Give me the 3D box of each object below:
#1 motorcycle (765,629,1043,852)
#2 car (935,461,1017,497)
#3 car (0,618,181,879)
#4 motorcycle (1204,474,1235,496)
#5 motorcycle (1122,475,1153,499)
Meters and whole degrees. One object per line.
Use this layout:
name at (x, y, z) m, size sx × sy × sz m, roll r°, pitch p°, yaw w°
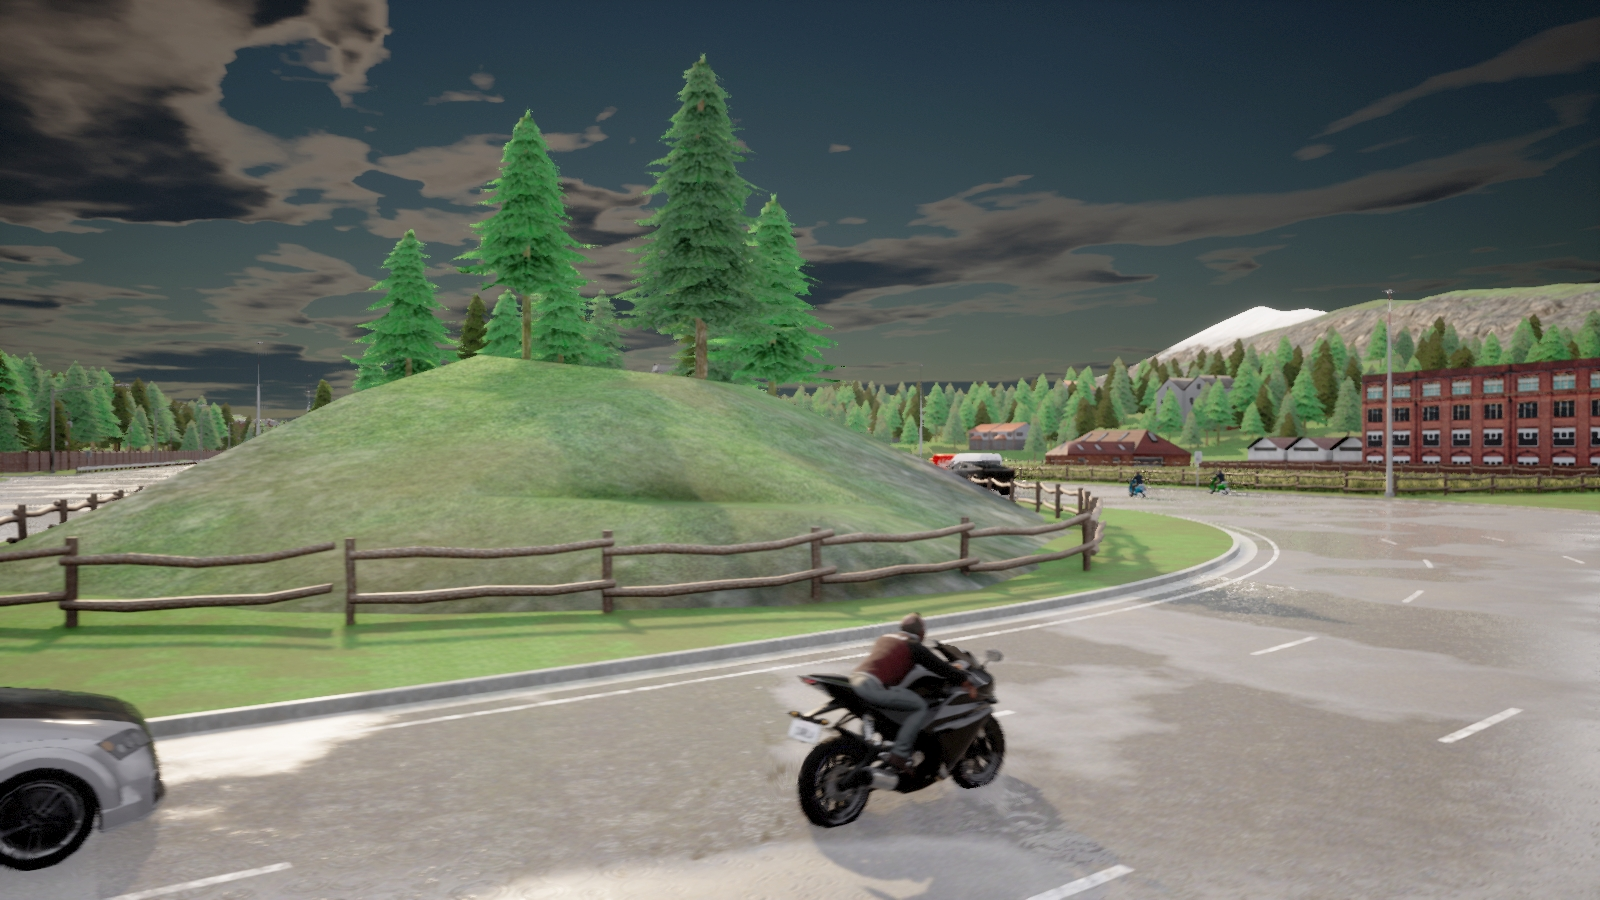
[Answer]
motorcycle at (0.869, 2.205, 9.063) m, size 2.209 × 1.251 × 0.867 m, roll 0°, pitch -1°, yaw -39°
car at (10.887, 1.755, 71.174) m, size 2.390 × 2.098 × 6.274 m, roll 0°, pitch 0°, yaw -19°
car at (-6.667, 2.119, 7.673) m, size 4.181 × 1.385 × 1.994 m, roll 0°, pitch 0°, yaw -36°
motorcycle at (25.962, 2.142, 70.745) m, size 0.856 × 1.316 × 1.805 m, roll 0°, pitch 0°, yaw -19°
motorcycle at (19.492, 2.143, 65.974) m, size 0.856 × 1.316 × 1.805 m, roll -2°, pitch 0°, yaw -15°
